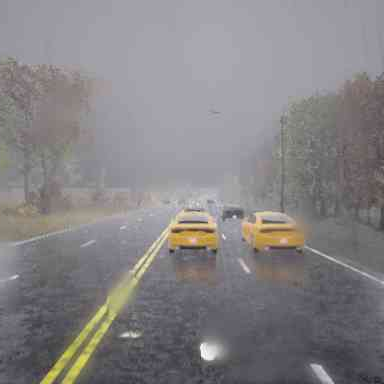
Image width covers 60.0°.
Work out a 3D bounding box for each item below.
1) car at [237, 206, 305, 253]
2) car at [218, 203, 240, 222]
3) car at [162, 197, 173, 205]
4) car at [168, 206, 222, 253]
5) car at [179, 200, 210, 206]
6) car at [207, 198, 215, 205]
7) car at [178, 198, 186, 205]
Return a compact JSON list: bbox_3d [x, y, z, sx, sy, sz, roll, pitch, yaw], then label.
[{"bbox_3d":[3.312,1.605,14.409,1.882,1.535,5.008,0,0,1],"label":"car"},{"bbox_3d":[3.475,1.755,29.208,1.837,1.490,4.892,0,0,1],"label":"car"},{"bbox_3d":[-5.230,1.898,71.162,2.097,1.767,4.553,0,0,2],"label":"car"},{"bbox_3d":[0.062,1.605,14.435,1.882,1.535,5.008,0,0,1],"label":"car"},{"bbox_3d":[0.226,1.739,29.239,2.128,1.511,4.902,0,0,1],"label":"car"},{"bbox_3d":[3.960,2.055,71.683,1.837,1.490,4.892,0,0,2],"label":"car"},{"bbox_3d":[-1.984,2.042,71.005,1.837,1.490,4.892,0,0,2],"label":"car"}]
